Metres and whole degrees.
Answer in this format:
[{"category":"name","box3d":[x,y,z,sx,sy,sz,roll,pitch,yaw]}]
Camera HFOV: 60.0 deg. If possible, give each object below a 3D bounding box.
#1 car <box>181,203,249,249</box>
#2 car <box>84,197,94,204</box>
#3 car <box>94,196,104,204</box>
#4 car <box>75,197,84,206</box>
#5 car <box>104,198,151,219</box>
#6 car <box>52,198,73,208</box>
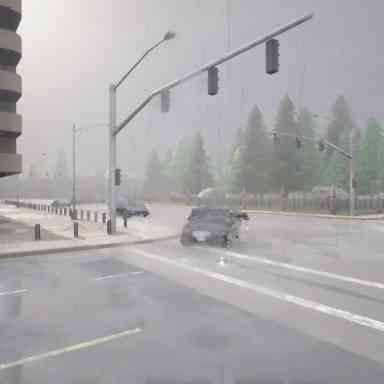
[{"category":"car","box3d":[1.026,1.491,14.749,2.128,1.511,4.902,1,0,16]},{"category":"car","box3d":[-20.828,1.656,62.931,1.895,1.301,4.718,0,0,-36]},{"category":"car","box3d":[-18.760,1.547,66.023,2.128,1.511,4.902,0,0,-36]},{"category":"car","box3d":[-20.401,1.656,56.286,1.895,1.301,4.718,0,0,-36]},{"category":"car","box3d":[-5.821,1.603,30.492,2.033,1.411,5.357,0,0,-36]},{"category":"car","box3d":[-18.981,1.581,48.364,1.812,1.442,4.674,0,0,-36]}]
